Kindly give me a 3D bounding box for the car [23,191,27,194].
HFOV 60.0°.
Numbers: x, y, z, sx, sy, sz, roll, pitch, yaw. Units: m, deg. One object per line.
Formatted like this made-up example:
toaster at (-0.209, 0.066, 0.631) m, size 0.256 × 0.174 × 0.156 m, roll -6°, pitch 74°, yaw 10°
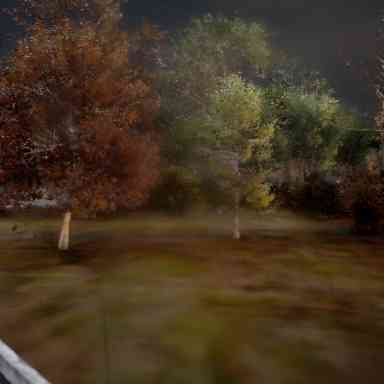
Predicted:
car at (-36.092, 0.712, 68.207) m, size 5.566 × 2.045 × 2.150 m, roll 0°, pitch 0°, yaw 15°
